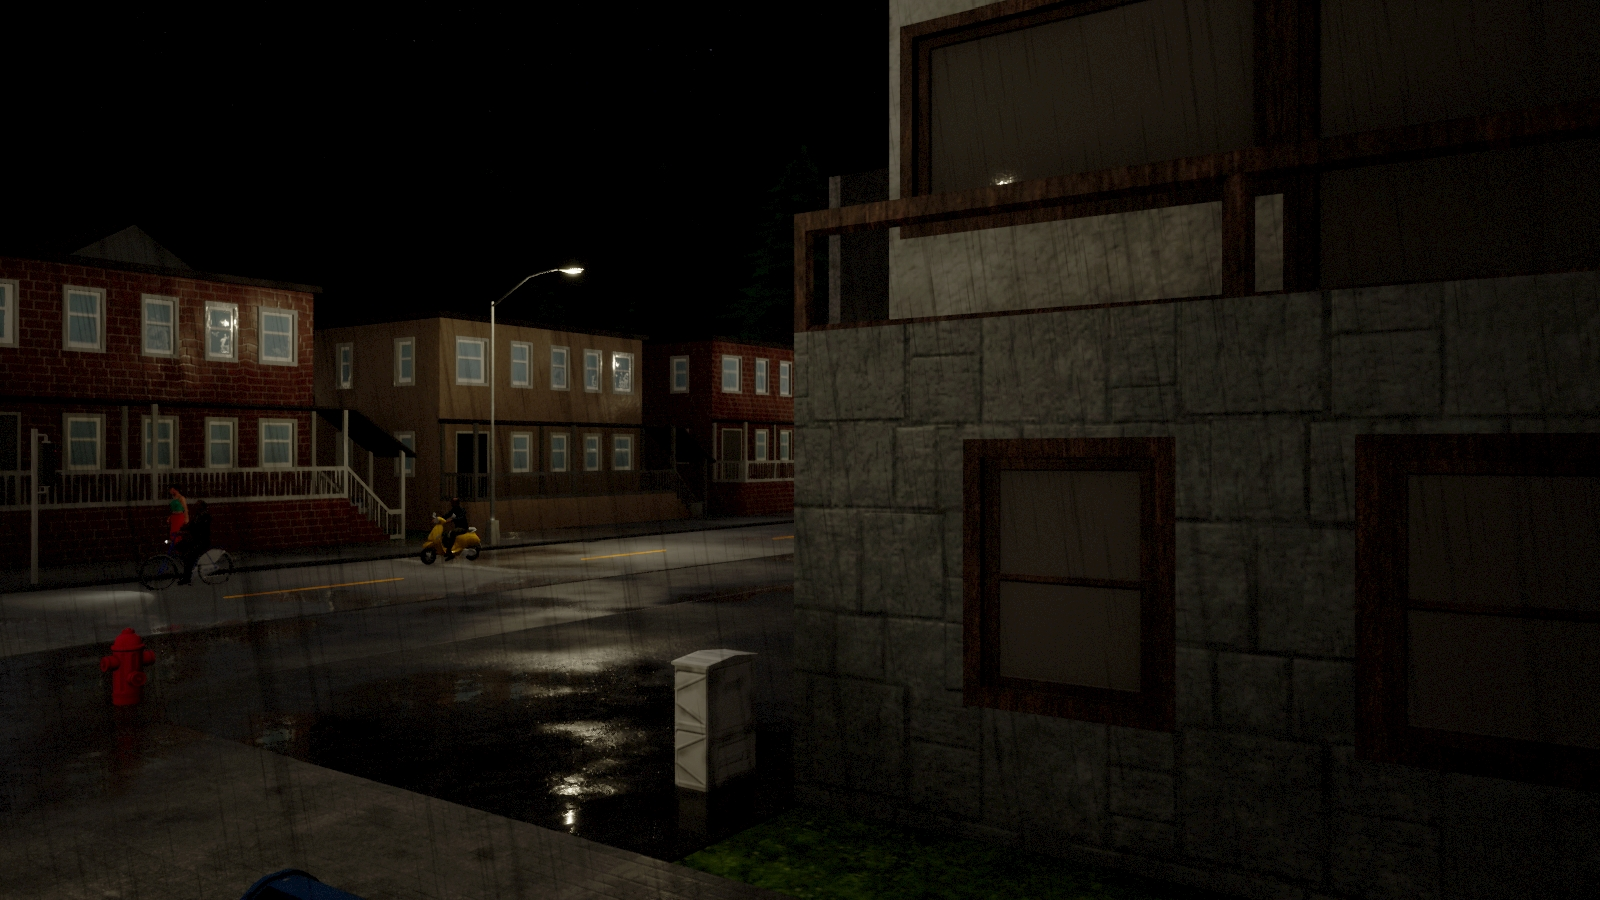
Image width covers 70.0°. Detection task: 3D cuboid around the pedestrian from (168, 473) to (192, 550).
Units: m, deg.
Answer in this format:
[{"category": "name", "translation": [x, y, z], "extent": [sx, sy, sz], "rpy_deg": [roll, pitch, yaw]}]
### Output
[{"category": "pedestrian", "translation": [-15.269, 1.504, 28.141], "extent": [0.375, 1.860, 0.375], "rpy_deg": [0, 0, 35]}]
